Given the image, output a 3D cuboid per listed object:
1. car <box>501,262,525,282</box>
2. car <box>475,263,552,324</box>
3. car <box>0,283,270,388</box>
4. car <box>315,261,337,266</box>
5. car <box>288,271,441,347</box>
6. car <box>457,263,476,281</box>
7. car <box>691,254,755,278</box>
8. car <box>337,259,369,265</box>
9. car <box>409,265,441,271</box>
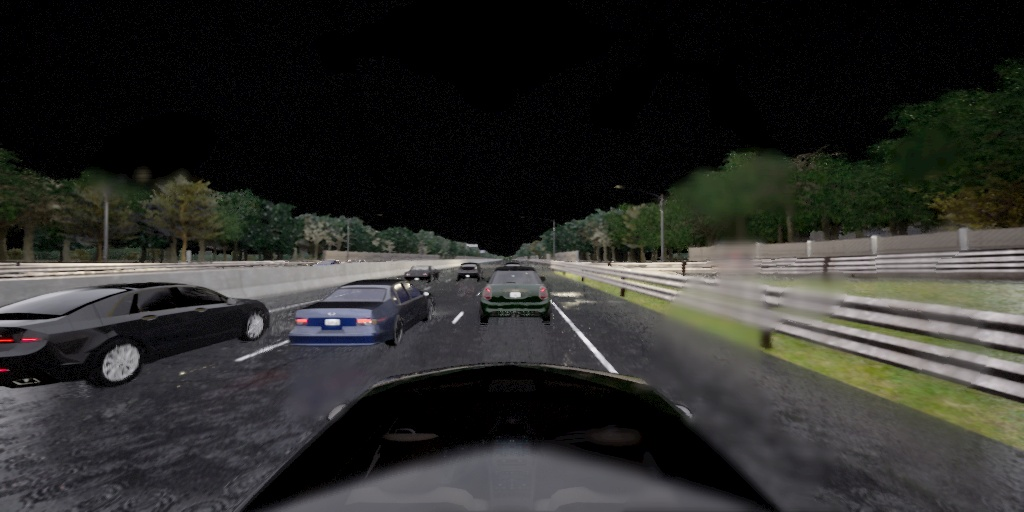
[{"bbox_3d":[0.085,1.293,30.116,1.837,1.490,4.892,0,0,0],"label":"car"},{"bbox_3d":[0.094,1.110,12.192,2.097,1.767,4.553,0,0,0],"label":"car"},{"bbox_3d":[-6.903,1.257,6.902,1.837,1.490,4.892,0,0,0],"label":"car"},{"bbox_3d":[-24.525,1.358,48.035,1.882,1.535,5.008,0,0,0],"label":"car"},{"bbox_3d":[-3.404,1.302,9.300,2.033,1.411,5.357,0,0,0],"label":"car"},{"bbox_3d":[-3.415,1.292,30.006,1.837,1.490,4.892,0,0,0],"label":"car"},{"bbox_3d":[19.136,0.918,32.746,2.150,2.045,5.566,0,-2,-20],"label":"car"},{"bbox_3d":[-21.024,1.095,48.013,1.895,1.301,4.718,0,0,0],"label":"car"},{"bbox_3d":[-6.914,1.383,28.254,1.895,1.301,4.718,0,0,0],"label":"car"}]
